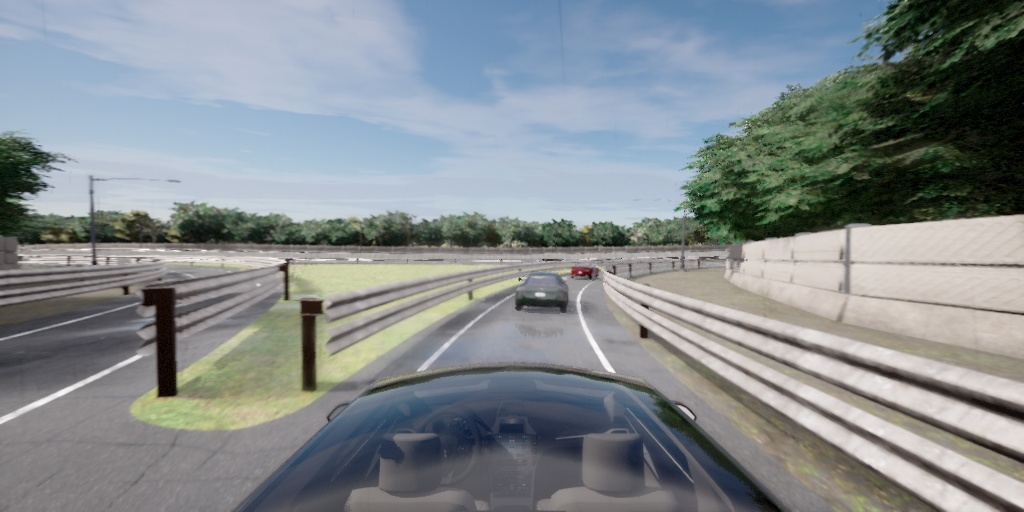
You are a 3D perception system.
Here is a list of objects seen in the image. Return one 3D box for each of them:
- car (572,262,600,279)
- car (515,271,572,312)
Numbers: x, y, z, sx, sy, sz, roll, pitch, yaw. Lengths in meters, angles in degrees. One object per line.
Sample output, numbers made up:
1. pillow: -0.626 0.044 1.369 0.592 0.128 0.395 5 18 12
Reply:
1. car: 7.042 1.310 34.073 1.882 1.535 5.008 1 0 24
2. car: 1.333 1.354 14.757 1.994 1.385 4.181 1 0 9
